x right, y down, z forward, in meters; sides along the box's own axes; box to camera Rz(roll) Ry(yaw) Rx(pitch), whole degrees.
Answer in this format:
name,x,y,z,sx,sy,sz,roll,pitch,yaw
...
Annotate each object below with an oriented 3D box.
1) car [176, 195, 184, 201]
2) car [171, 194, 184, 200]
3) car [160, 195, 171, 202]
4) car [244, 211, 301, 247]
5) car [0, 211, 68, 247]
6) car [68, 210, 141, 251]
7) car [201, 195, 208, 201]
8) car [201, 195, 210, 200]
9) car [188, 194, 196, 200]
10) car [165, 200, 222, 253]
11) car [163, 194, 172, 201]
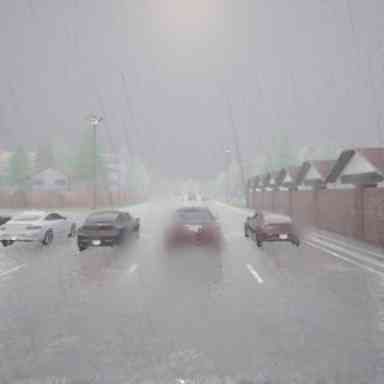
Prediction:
name,x,y,z,sx,sy,sz,roll,pitch,yaw
car,-3.467,1.704,94.903,1.994,1.385,4.181,0,0,0
car,-3.471,1.484,84.515,2.150,2.045,5.566,0,0,0
car,-6.971,1.799,84.485,2.033,1.411,5.357,0,0,0
car,3.578,1.575,15.284,1.812,1.442,4.674,0,0,0
car,-6.922,1.575,15.302,1.812,1.442,4.674,0,0,0
car,-3.424,1.553,14.375,1.837,1.490,4.892,0,0,0
car,3.533,1.629,94.901,1.882,1.535,5.008,0,0,0
car,3.529,1.616,84.868,2.097,1.767,4.553,0,0,0
car,0.029,1.484,84.514,2.150,2.045,5.566,0,0,0
car,0.074,1.396,13.980,2.097,1.767,4.553,0,0,0
car,-6.967,1.507,94.875,2.097,1.767,4.553,0,0,0
